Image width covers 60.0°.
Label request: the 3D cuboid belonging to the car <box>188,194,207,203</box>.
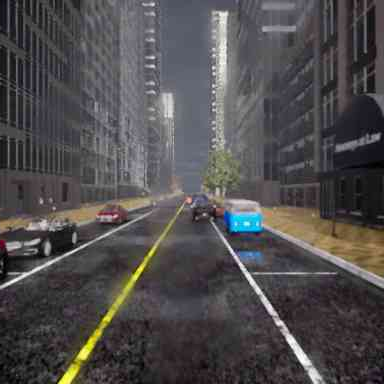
[{"bbox_3d":[0.911,1.217,42.317,2.150,2.045,5.566,0,0,0],"label":"car"}]

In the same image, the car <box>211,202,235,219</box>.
[{"bbox_3d":[2.698,1.577,29.652,1.802,1.307,4.206,0,0,0],"label":"car"}]

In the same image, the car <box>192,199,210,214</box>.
[{"bbox_3d":[0.910,1.520,36.287,1.812,1.442,4.674,0,0,0],"label":"car"}]

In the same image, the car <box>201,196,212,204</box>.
[{"bbox_3d":[2.707,1.526,63.807,2.008,1.369,4.403,0,0,0],"label":"car"}]

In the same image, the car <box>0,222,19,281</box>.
[{"bbox_3d":[-5.689,1.441,6.888,1.967,1.590,4.097,0,0,0],"label":"car"}]

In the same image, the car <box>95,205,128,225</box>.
[{"bbox_3d":[-5.684,1.579,23.965,1.802,1.307,4.206,0,0,0],"label":"car"}]

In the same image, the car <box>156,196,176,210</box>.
[{"bbox_3d":[-3.083,1.539,43.318,2.033,1.411,5.357,0,0,0],"label":"car"}]

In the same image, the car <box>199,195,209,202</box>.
[{"bbox_3d":[2.710,1.396,75.192,1.967,1.590,4.097,0,0,0],"label":"car"}]

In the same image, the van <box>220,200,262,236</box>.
[{"bbox_3d":[2.695,1.339,18.268,1.690,1.788,3.998,0,0,0],"label":"van"}]

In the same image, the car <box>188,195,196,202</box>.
[{"bbox_3d":[0.020,1.433,77.050,1.812,1.442,4.674,0,0,0],"label":"car"}]

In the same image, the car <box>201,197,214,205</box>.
[{"bbox_3d":[2.706,1.533,58.115,2.008,1.369,4.403,0,0,0],"label":"car"}]

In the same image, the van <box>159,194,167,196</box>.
[{"bbox_3d":[-5.673,1.317,63.813,1.690,1.788,3.998,0,0,0],"label":"van"}]

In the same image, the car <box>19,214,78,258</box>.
[{"bbox_3d":[-5.687,1.550,12.580,2.008,1.369,4.403,0,0,0],"label":"car"}]

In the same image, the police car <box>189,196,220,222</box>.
[{"bbox_3d":[0.907,1.421,26.397,1.930,1.638,5.238,0,0,0],"label":"police car"}]

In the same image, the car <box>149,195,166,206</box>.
[{"bbox_3d":[-5.677,1.539,52.428,2.008,1.369,4.403,0,0,0],"label":"car"}]

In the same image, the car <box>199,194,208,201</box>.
[{"bbox_3d":[2.712,1.386,80.884,1.967,1.590,4.097,0,0,0],"label":"car"}]

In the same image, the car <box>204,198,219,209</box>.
[{"bbox_3d":[2.702,1.572,46.730,1.802,1.307,4.206,0,0,0],"label":"car"}]

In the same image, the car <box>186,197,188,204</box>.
[{"bbox_3d":[0.016,1.330,62.019,2.097,1.767,4.553,0,0,0],"label":"car"}]
